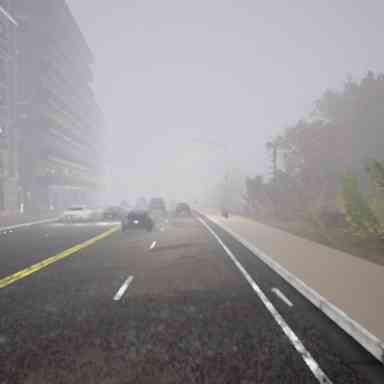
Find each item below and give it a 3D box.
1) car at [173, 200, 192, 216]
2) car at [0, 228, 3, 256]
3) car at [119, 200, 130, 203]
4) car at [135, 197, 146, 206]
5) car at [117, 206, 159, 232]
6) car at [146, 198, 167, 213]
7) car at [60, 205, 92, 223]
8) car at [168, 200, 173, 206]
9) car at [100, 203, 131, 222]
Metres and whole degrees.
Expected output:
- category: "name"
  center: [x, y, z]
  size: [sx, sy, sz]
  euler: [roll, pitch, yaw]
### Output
- category: "car"
  center: [-1.094, 2.032, 39.700]
  size: [1.837, 1.490, 4.892]
  euler: [0, -1, -3]
- category: "car"
  center: [-6.662, 1.334, 7.592]
  size: [2.150, 2.045, 5.566]
  euler: [0, -1, -1]
- category: "car"
  center: [-12.811, 2.353, 63.612]
  size: [1.837, 1.490, 4.892]
  euler: [0, -1, -5]
- category: "car"
  center: [-9.580, 2.071, 63.955]
  size: [2.150, 2.045, 5.566]
  euler: [0, -1, -5]
- category: "car"
  center: [-3.571, 1.874, 22.829]
  size: [1.994, 1.385, 4.181]
  euler: [0, -1, -2]
- category: "car"
  center: [-4.704, 1.829, 45.457]
  size: [2.150, 2.045, 5.566]
  euler: [0, -1, -4]
- category: "car"
  center: [-10.468, 1.946, 30.342]
  size: [1.812, 1.442, 4.674]
  euler: [0, -1, -2]
- category: "car"
  center: [-4.270, 2.531, 75.222]
  size: [1.994, 1.385, 4.181]
  euler: [0, -1, -7]
- category: "car"
  center: [-7.244, 1.991, 31.155]
  size: [1.994, 1.385, 4.181]
  euler: [0, -1, -2]
